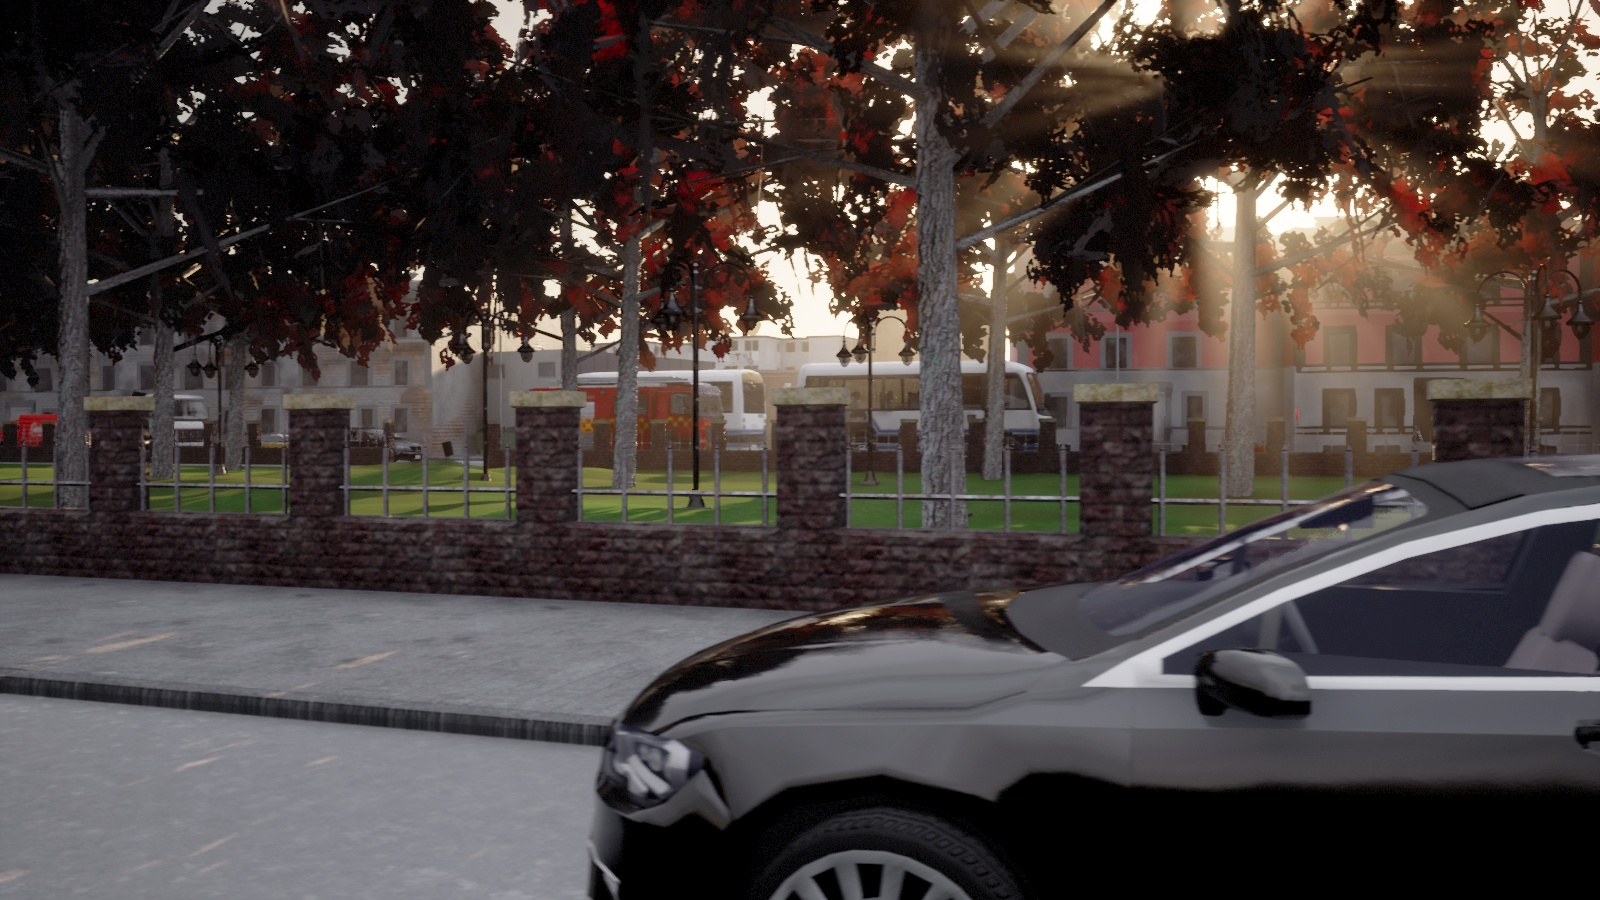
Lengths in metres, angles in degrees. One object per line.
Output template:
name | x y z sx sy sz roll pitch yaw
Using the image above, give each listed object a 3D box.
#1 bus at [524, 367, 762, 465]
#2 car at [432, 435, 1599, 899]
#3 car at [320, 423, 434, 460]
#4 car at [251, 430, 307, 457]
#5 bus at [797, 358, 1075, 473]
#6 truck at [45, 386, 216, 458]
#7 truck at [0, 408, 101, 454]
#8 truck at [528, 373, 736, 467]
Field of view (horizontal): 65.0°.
bus | -7.271 -1.565 58.251 10.273 4.253 3.944 1 1 19
car | 1.818 0.739 3.163 4.902 1.511 2.128 1 1 17
car | -19.615 -0.415 58.242 4.611 1.667 2.242 1 1 19
car | -26.946 -0.358 64.953 2.207 1.376 1.481 1 1 19
bus | 5.387 -1.350 49.719 10.273 4.253 3.944 1 1 19
truck | -33.556 -1.399 62.952 7.936 3.462 2.891 1 1 19
truck | -42.104 -1.071 70.076 5.204 2.467 2.627 1 1 19
truck | -7.227 -1.281 54.014 8.468 3.827 2.891 1 1 19
